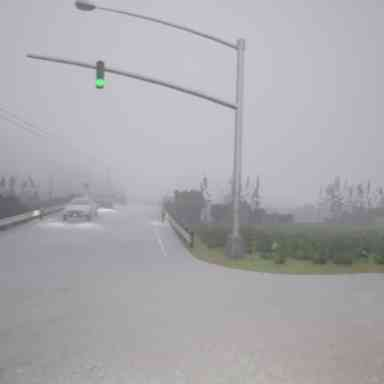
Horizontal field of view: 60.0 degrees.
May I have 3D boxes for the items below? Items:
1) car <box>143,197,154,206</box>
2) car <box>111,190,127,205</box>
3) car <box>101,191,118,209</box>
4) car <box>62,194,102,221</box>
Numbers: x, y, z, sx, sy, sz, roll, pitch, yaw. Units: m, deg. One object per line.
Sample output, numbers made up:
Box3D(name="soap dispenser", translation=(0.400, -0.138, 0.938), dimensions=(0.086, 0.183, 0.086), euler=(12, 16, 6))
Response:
Box3D(name="car", translation=(-8.140, 1.748, 62.719), dimensions=(1.882, 1.535, 5.008), euler=(2, -2, -7))
Box3D(name="car", translation=(-10.089, 0.715, 44.693), dimensions=(2.150, 2.045, 5.566), euler=(2, -2, -4))
Box3D(name="car", translation=(-9.143, 0.941, 34.160), dimensions=(1.994, 1.385, 4.181), euler=(2, 0, -6))
Box3D(name="car", translation=(-8.010, 1.150, 24.209), dimensions=(1.812, 1.442, 4.674), euler=(2, 2, -7))
